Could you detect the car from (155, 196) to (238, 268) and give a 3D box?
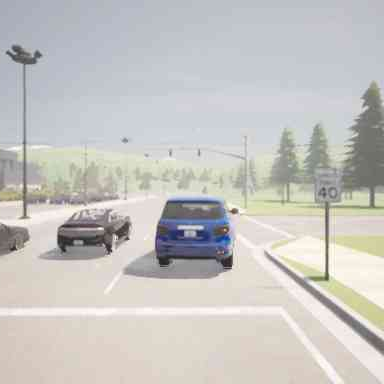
[{"bbox_3d":[0.336,1.128,11.146,2.150,2.045,5.566,0,1,8],"label":"car"}]

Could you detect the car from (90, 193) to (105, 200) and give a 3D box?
[{"bbox_3d":[-19.554,0.985,69.183,1.994,1.385,4.181,0,0,0],"label":"car"}]

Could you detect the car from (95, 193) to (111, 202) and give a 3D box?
[{"bbox_3d":[-16.085,1.003,57.831,1.882,1.535,5.008,0,0,0],"label":"car"}]

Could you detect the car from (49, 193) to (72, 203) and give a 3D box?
[{"bbox_3d":[-23.083,1.013,58.570,2.128,1.511,4.902,0,0,0],"label":"car"}]

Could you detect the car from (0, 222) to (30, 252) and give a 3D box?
[{"bbox_3d":[-7.131,1.462,10.445,2.033,1.411,5.357,0,1,-2],"label":"car"}]

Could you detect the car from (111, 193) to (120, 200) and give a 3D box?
[{"bbox_3d":[-16.057,0.994,67.921,1.994,1.385,4.181,0,0,0],"label":"car"}]

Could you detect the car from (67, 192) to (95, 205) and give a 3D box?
[{"bbox_3d":[-16.164,1.126,48.747,1.812,1.442,4.674,0,0,1],"label":"car"}]

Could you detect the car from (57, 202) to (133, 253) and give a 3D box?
[{"bbox_3d":[-3.610,1.384,13.084,2.128,1.511,4.902,0,1,1],"label":"car"}]

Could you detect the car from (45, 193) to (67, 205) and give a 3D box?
[{"bbox_3d":[-19.647,1.097,49.942,1.837,1.490,4.892,0,0,1],"label":"car"}]

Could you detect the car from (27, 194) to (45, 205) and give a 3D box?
[{"bbox_3d":[-23.143,1.102,49.437,1.837,1.490,4.892,0,0,1],"label":"car"}]
